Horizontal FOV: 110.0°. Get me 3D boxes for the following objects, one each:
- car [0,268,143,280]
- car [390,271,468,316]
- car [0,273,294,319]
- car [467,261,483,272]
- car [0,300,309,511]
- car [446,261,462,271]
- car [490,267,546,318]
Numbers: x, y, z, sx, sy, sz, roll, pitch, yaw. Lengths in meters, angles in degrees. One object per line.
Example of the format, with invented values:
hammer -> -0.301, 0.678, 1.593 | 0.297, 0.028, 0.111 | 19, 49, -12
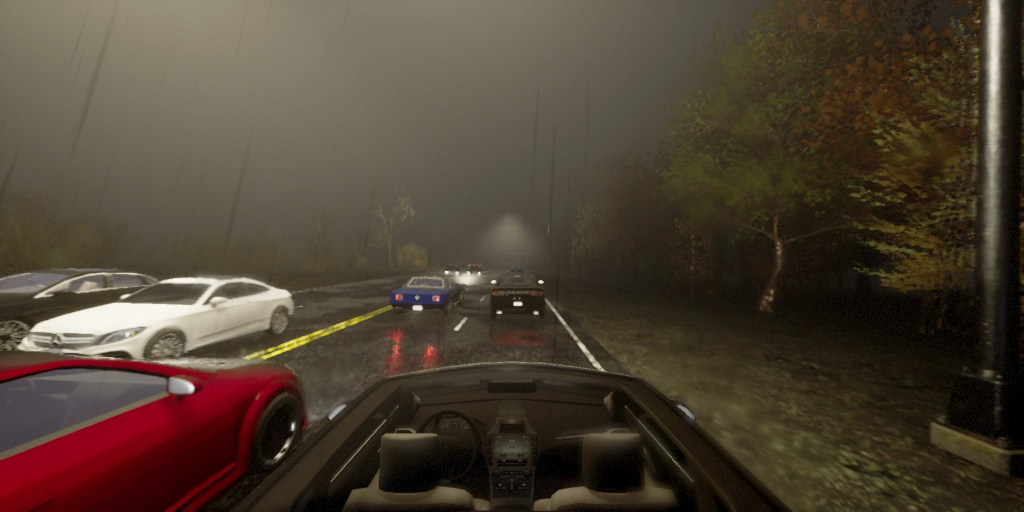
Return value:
car -> -9.784, 1.036, 7.812 | 2.128, 1.511, 4.902 | 2, -1, 1
car -> -3.037, 1.425, 13.893 | 1.895, 1.301, 4.718 | 2, -1, 0
car -> -6.538, 1.165, 7.456 | 1.812, 1.442, 4.674 | 2, -1, 1
car -> -5.781, 1.562, 56.575 | 2.097, 1.767, 4.553 | 2, 0, 1
car -> -3.135, 1.245, 2.086 | 1.994, 1.385, 4.181 | 2, -1, 1
car -> -9.040, 1.587, 56.319 | 1.882, 1.535, 5.008 | 2, -1, 1
car -> 0.205, 1.380, 13.826 | 1.882, 1.535, 5.008 | 0, 0, 1
